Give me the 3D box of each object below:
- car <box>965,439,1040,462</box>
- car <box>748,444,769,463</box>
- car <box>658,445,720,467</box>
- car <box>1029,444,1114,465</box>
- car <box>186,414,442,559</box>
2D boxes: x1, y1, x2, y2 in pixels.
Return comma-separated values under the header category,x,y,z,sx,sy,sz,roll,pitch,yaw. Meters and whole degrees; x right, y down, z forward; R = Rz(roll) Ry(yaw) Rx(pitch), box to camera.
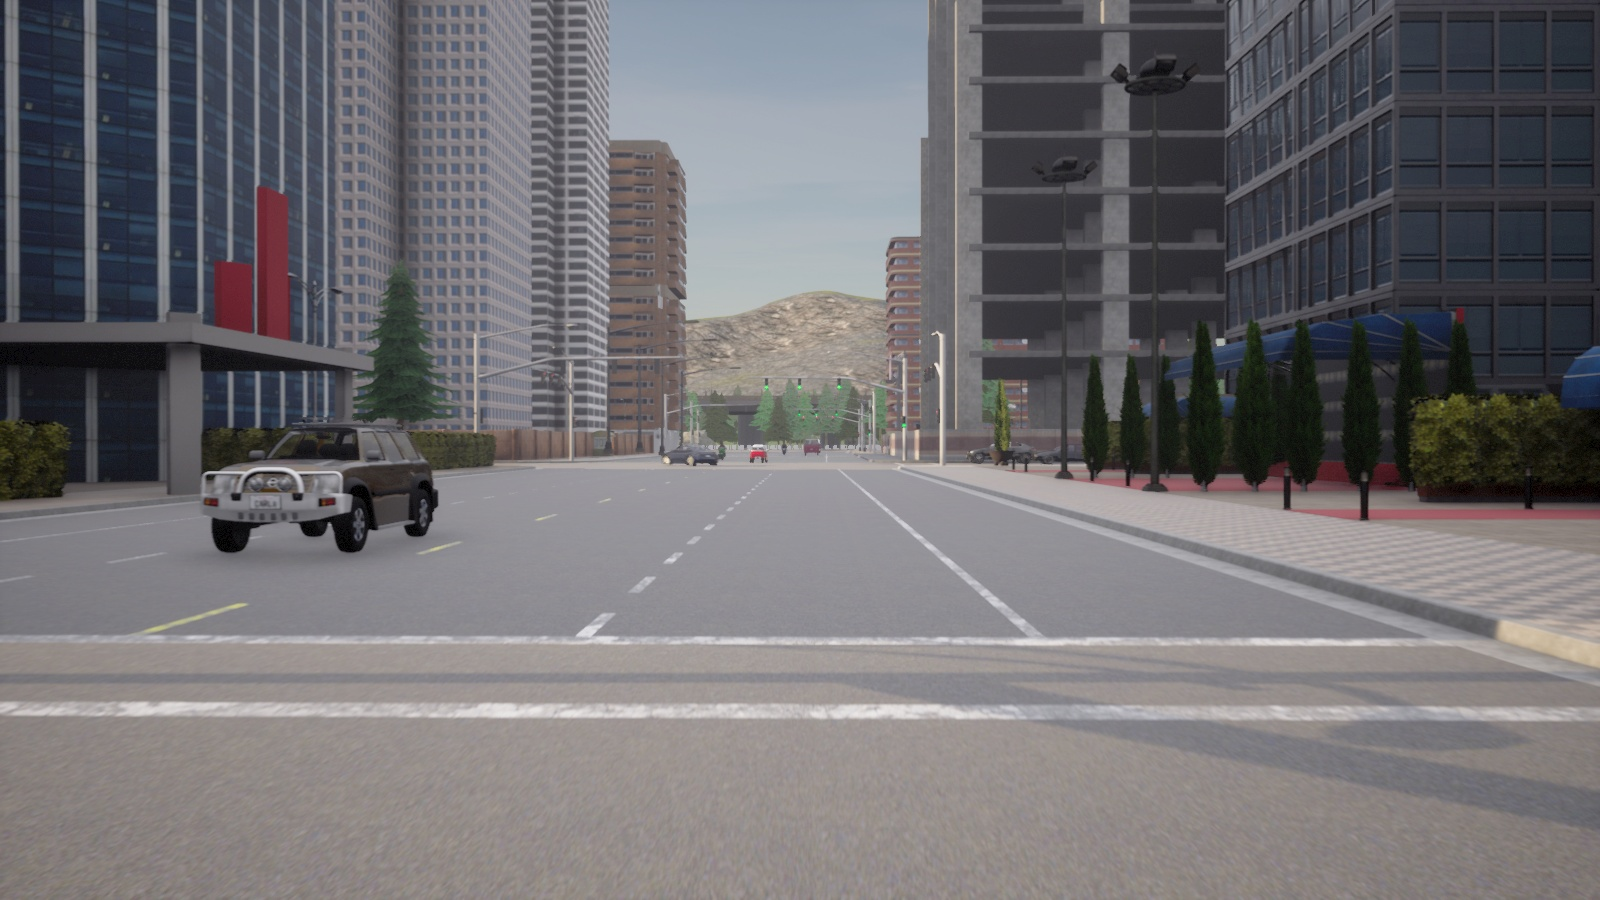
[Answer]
category,x,y,z,sx,sy,sz,roll,pitch,yaw
car,14.394,0.033,89.397,5.027,1.651,2.152,0,0,1
car,-3.150,0.264,94.968,1.481,1.376,2.207,0,1,0
car,-7.219,0.345,81.542,1.994,1.385,4.181,0,0,-40
car,18.542,0.325,85.847,5.357,1.411,2.033,0,0,1
car,-6.877,0.454,18.388,1.932,1.855,4.605,0,0,1
